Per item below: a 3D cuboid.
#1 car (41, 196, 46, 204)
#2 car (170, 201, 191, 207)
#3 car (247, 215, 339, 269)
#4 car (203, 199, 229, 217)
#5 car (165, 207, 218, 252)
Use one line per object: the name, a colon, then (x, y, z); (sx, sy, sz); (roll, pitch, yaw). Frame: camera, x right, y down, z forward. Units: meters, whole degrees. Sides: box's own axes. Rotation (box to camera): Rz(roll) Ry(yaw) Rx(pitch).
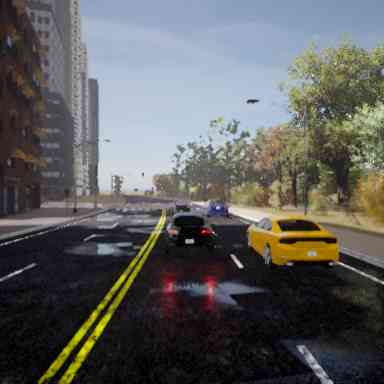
car: (-27.464, 1.304, 57.096); (4.097, 1.590, 1.967); (1, -1, -13)
car: (-1.146, 1.615, 33.706); (2.128, 1.511, 4.902); (0, 0, -4)
car: (3.172, 1.519, 11.414); (1.882, 1.535, 5.008); (0, 0, -1)
car: (2.216, 1.466, 32.141); (2.097, 1.767, 4.553); (0, 0, -4)
car: (-0.152, 1.581, 13.994); (1.812, 1.442, 4.674); (0, 0, -2)
